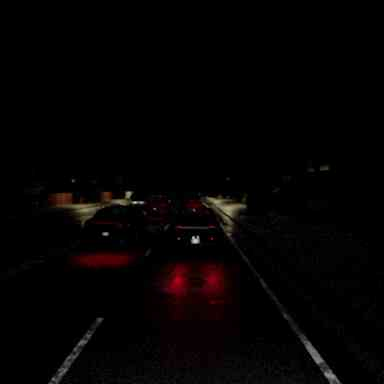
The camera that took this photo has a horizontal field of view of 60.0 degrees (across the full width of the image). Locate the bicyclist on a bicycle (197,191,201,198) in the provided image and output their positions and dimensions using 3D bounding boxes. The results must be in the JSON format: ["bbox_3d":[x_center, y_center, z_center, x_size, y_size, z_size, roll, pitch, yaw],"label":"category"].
[{"bbox_3d":[1.384,0.882,64.530,0.866,1.612,1.509,0,0,0],"label":"bicyclist on a bicycle"}]

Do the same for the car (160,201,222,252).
[{"bbox_3d":[0.147,1.347,13.174,2.128,1.511,4.902,0,1,1],"label":"car"}]

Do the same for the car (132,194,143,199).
[{"bbox_3d":[-9.330,1.024,59.370,2.033,1.411,5.357,0,0,1],"label":"car"}]

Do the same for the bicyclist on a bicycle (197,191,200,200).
[{"bbox_3d":[1.457,0.751,73.527,0.659,1.776,1.843,0,1,0],"label":"bicyclist on a bicycle"}]

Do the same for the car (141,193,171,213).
[{"bbox_3d":[-2.969,1.175,29.415,1.882,1.535,5.008,0,1,1],"label":"car"}]

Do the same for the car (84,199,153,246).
[{"bbox_3d":[-3.084,1.319,14.473,1.882,1.535,5.008,0,1,1],"label":"car"}]

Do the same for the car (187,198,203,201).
[{"bbox_3d":[0.273,1.227,28.872,1.812,1.442,4.674,0,1,1],"label":"car"}]
